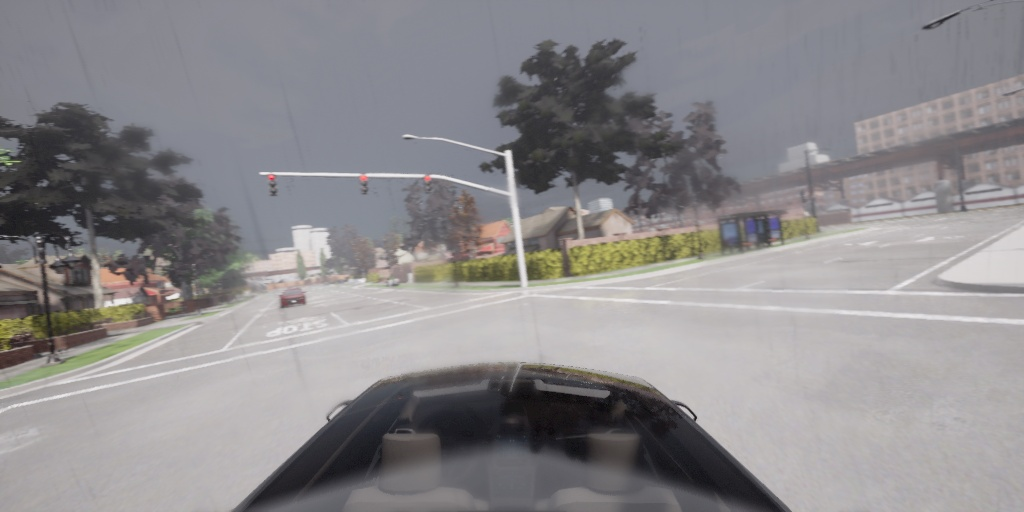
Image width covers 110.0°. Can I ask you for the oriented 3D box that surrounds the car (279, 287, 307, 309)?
[{"bbox_3d":[-19.605,3.699,32.125,1.882,1.535,5.008,-7,0,-32],"label":"car"}]
